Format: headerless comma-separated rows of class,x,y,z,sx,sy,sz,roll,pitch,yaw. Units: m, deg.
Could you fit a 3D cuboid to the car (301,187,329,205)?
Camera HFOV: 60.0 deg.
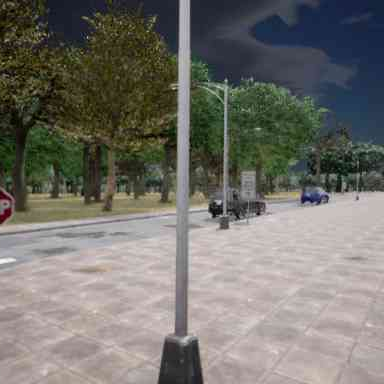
car,14.839,0.447,40.033,2.150,2.045,5.566,1,2,35

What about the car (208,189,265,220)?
car,3.317,0.796,23.869,2.150,2.045,5.566,1,2,35
